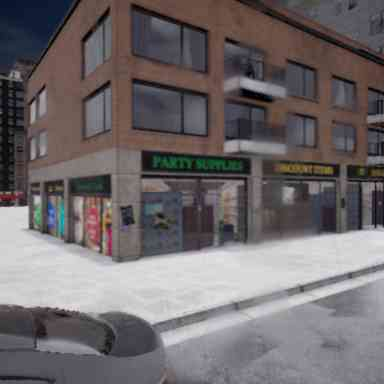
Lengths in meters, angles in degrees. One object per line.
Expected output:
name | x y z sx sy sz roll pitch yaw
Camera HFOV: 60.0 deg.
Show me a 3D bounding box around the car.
car | -2.213 1.526 1.800 4.674 1.442 1.812 0 0 -36
